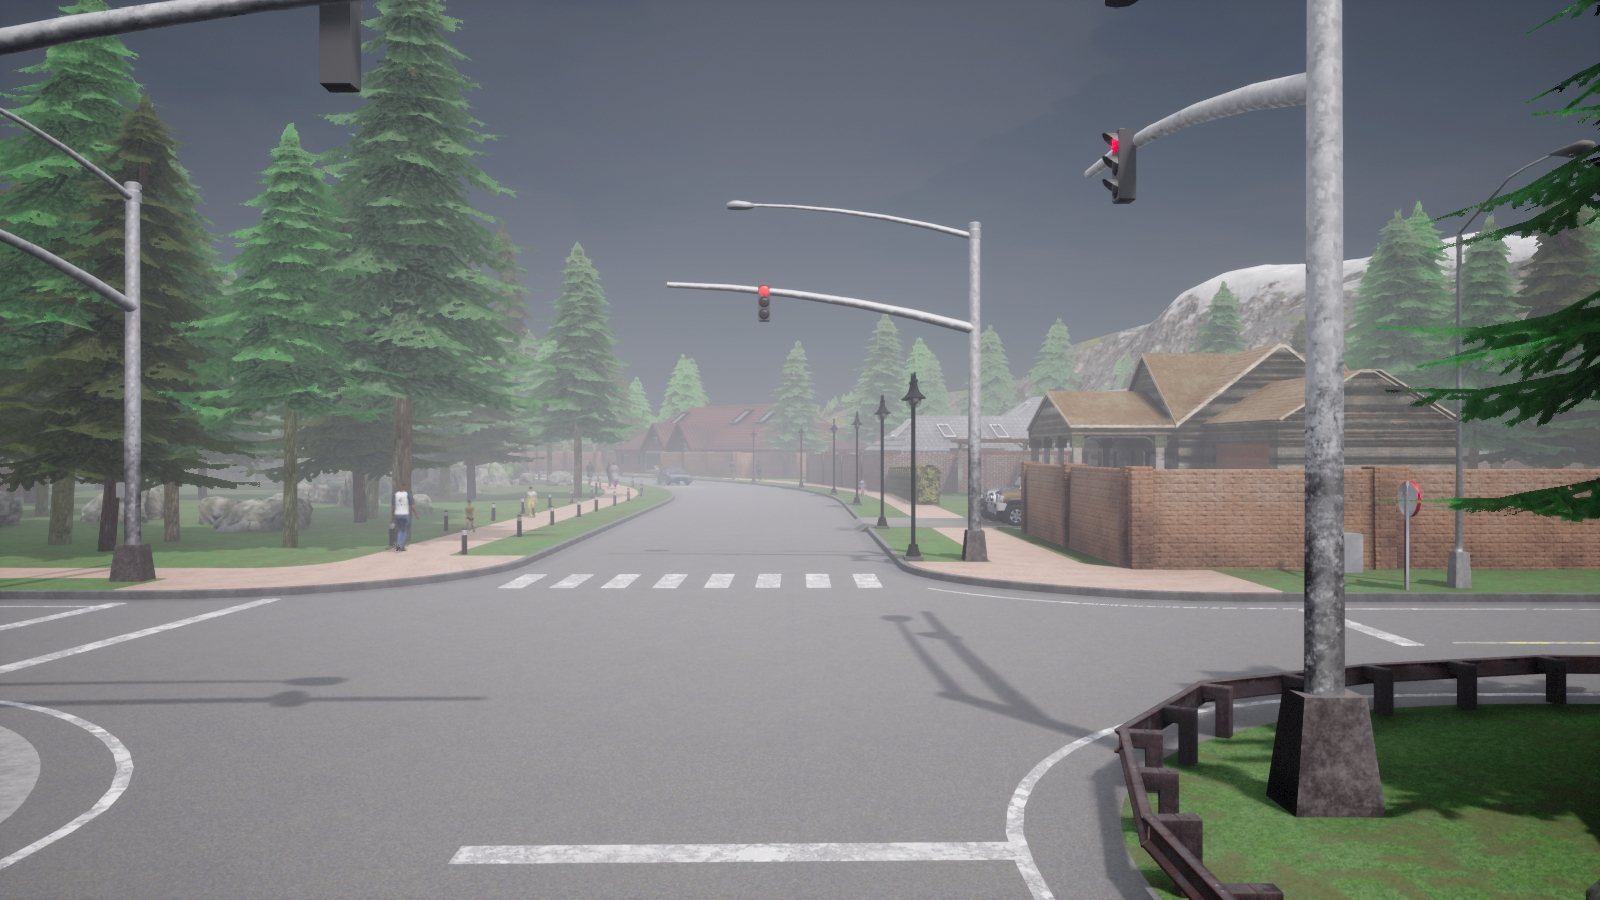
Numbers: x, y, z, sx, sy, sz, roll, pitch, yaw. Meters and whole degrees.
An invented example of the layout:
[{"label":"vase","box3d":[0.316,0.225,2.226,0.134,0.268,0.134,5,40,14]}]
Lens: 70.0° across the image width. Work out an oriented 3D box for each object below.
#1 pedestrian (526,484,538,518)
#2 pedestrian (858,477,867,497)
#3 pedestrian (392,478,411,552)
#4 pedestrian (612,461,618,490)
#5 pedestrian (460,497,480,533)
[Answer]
[{"label":"pedestrian","box3d":[-10.285,1.943,43.907,0.375,1.300,0.375,0,0,-1]},{"label":"pedestrian","box3d":[3.508,2.046,64.021,0.500,1.100,0.500,0,0,-2]},{"label":"pedestrian","box3d":[-10.202,1.664,29.254,0.375,1.860,0.375,0,0,0]},{"label":"pedestrian","box3d":[-12.196,1.664,75.170,0.375,1.860,0.375,0,0,-9]},{"label":"pedestrian","box3d":[-10.339,2.042,35.796,0.500,1.100,0.500,0,0,-2]}]
